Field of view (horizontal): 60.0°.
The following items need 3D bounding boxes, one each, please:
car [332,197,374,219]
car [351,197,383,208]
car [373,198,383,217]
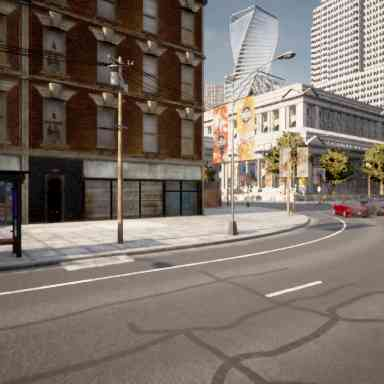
[{"bbox_3d":[14.086,1.477,29.781,1.882,1.535,5.008,0,0,8],"label":"car"},{"bbox_3d":[26.433,1.520,50.039,2.002,1.452,4.674,0,0,-16],"label":"car"},{"bbox_3d":[17.981,1.547,32.074,2.033,1.411,5.357,0,0,5],"label":"car"}]
